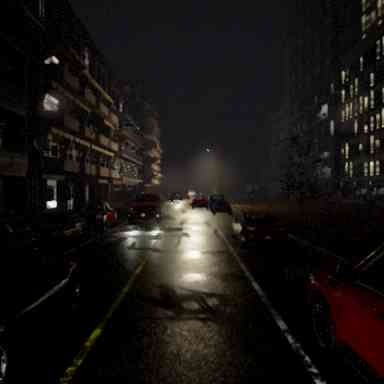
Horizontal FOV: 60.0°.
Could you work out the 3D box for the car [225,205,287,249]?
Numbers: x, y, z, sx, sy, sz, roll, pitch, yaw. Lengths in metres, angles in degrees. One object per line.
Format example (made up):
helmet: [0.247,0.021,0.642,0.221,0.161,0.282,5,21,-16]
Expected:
car: [2.686,1.458,13.986,1.887,1.381,4.507,0,0,0]

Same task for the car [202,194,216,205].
car: [2.689,1.138,52.671,1.967,1.590,4.097,0,0,0]

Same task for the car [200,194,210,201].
car: [2.691,1.198,69.251,1.802,1.307,4.206,0,0,0]

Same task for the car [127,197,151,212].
car: [-5.692,1.329,36.092,1.887,1.381,4.507,0,0,0]

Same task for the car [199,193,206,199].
car: [2.693,1.065,86.000,1.752,1.417,4.829,0,0,0]

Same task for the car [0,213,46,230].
car: [-5.695,1.387,8.460,1.967,1.590,4.097,0,0,0]

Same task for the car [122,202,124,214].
car: [-5.692,1.341,30.397,1.752,1.417,4.829,0,0,0]

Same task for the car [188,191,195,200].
car: [0.766,1.068,49.102,2.097,1.767,4.553,0,0,3]

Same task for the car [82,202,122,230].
car: [-5.694,1.320,19.513,1.967,1.590,4.097,0,0,0]

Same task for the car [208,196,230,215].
car: [2.688,1.340,30.736,1.752,1.417,4.829,0,0,0]

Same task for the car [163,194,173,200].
car: [-5.688,1.115,80.306,2.008,1.369,4.403,0,0,0]

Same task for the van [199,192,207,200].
van: [2.691,0.906,80.304,1.690,1.788,3.998,0,0,0]

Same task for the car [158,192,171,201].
car: [-5.691,0.931,69.251,2.192,1.841,5.009,0,0,0]

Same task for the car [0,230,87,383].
car: [-3.070,1.534,4.695,1.994,1.385,4.181,0,0,-1]

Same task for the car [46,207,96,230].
car: [-5.694,1.495,13.988,1.802,1.307,4.206,0,0,0]

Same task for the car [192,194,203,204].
car: [0.891,1.141,55.282,1.801,1.575,5.366,0,0,0]

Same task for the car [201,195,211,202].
car: [2.691,1.225,63.726,1.802,1.307,4.206,0,0,0]

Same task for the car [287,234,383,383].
car: [2.684,1.296,2.931,2.192,1.841,5.009,0,0,0]

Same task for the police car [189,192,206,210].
police car: [0.904,1.193,39.199,1.930,1.638,5.238,0,0,0]

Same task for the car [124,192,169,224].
car: [-3.098,1.074,23.883,2.150,2.045,5.566,0,0,0]

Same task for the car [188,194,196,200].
car: [0.008,1.103,73.482,1.895,1.301,4.718,0,0,0]

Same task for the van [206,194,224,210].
van: [2.687,1.126,36.090,1.690,1.788,3.998,0,0,0]

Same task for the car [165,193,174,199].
car: [-5.688,0.980,85.831,1.967,1.590,4.097,0,0,0]

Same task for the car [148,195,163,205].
car: [-5.691,1.242,52.673,1.887,1.381,4.507,0,0,0]

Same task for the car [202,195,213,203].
car: [2.690,1.195,58.368,1.752,1.417,4.829,0,0,0]

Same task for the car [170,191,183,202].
car: [-3.008,0.895,65.117,2.150,2.045,5.566,0,0,0]
